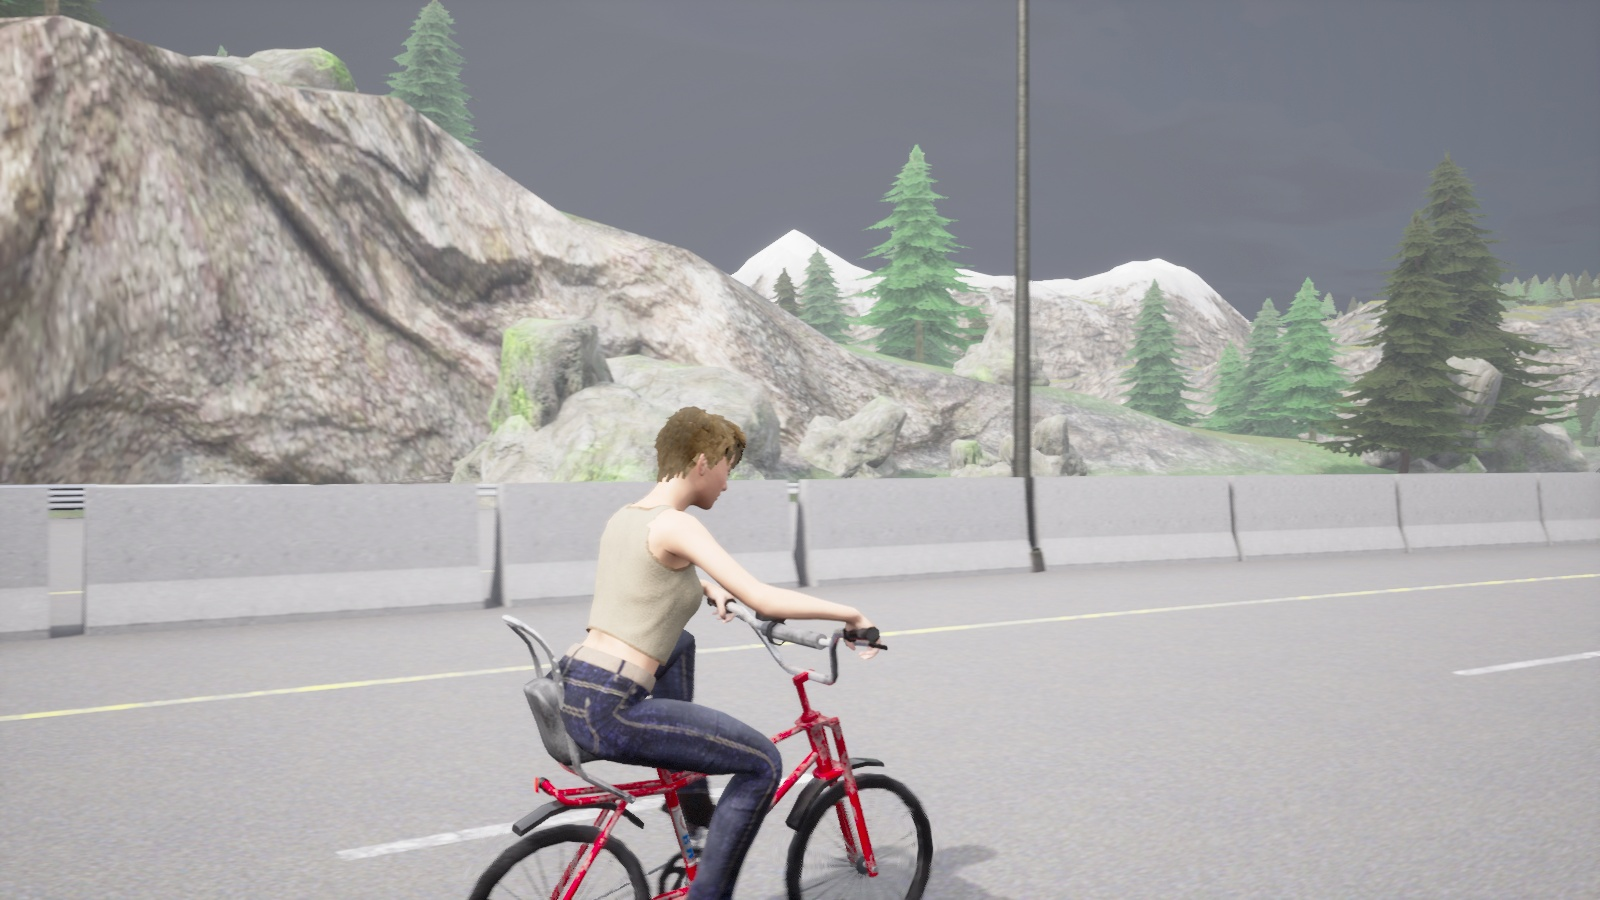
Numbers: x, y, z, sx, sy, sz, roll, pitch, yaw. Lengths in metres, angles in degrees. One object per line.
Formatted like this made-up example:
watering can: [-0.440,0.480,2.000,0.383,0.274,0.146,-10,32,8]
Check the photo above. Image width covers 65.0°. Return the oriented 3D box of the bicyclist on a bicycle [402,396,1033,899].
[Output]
bicyclist on a bicycle: [-0.215,0.690,3.472,1.509,1.612,0.866,0,0,-33]
